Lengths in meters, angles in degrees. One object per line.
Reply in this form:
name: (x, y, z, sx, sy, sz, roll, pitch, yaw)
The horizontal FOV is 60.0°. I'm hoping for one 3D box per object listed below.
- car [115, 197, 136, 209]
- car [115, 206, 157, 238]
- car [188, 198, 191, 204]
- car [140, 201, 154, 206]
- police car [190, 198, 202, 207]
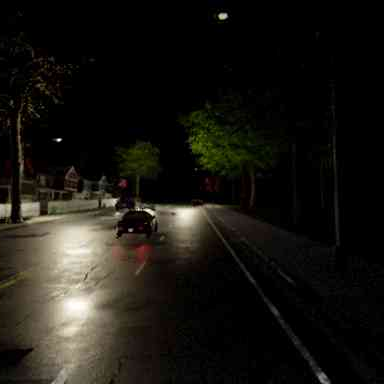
car: (-9.809, 1.789, 49.377, 2.150, 2.045, 5.566, 0, -1, 0)
car: (-3.144, 1.789, 19.363, 1.812, 1.442, 4.674, 0, -1, 0)
car: (0.022, 2.433, 88.773, 1.812, 1.442, 4.674, 0, -1, 0)
car: (-6.563, 2.083, 48.813, 1.812, 1.442, 4.674, 0, -1, 0)
police car: (1.155, 2.221, 70.621, 1.930, 1.638, 5.238, 0, -1, 0)
